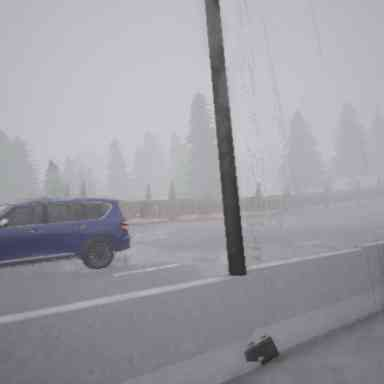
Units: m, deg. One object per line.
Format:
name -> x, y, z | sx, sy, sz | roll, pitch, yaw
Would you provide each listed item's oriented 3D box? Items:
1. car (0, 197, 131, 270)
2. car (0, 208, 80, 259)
car -> -4.478, 1.203, 9.392 | 5.566, 2.045, 2.150 | -1, 0, -35
car -> -6.843, 1.478, 12.005 | 4.902, 1.511, 2.128 | -1, 0, -35
